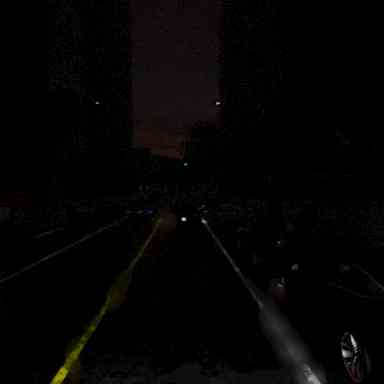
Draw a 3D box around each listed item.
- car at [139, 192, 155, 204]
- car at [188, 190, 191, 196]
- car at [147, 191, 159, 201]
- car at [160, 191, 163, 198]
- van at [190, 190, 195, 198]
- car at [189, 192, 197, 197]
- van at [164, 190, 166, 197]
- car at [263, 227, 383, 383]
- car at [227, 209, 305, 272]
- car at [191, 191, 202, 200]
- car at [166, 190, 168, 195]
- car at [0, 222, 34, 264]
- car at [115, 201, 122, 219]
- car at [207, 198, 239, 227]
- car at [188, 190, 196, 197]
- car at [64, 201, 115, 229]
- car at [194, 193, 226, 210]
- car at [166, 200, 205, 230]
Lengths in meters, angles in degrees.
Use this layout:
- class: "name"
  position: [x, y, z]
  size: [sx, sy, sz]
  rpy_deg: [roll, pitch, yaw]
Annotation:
- class: "car"
  position: [-7.320, 1.124, 52.558]
  size: [1.802, 1.307, 4.206]
  rpy_deg: [-1, 1, -2]
- class: "car"
  position: [0.513, 0.753, 75.698]
  size: [1.752, 1.417, 4.829]
  rpy_deg: [-1, 1, -2]
- class: "car"
  position: [-7.496, 0.796, 58.233]
  size: [2.192, 1.841, 5.009]
  rpy_deg: [-1, 1, -2]
- class: "car"
  position: [-7.836, 0.669, 69.586]
  size: [2.192, 1.841, 5.009]
  rpy_deg: [-1, 1, -2]
- class: "van"
  position: [1.026, 0.764, 58.497]
  size: [1.690, 1.788, 3.998]
  rpy_deg: [-1, 1, -2]
- class: "car"
  position: [0.177, 0.645, 86.881]
  size: [2.008, 1.369, 4.403]
  rpy_deg: [-1, 1, -2]
- class: "van"
  position: [-8.347, 0.493, 86.617]
  size: [1.690, 1.788, 3.998]
  rpy_deg: [-1, 1, -2]
- class: "car"
  position: [2.634, 1.505, 5.054]
  size: [1.947, 1.339, 4.313]
  rpy_deg: [-1, 1, -2]
- class: "car"
  position: [2.478, 1.446, 10.254]
  size: [2.008, 1.369, 4.403]
  rpy_deg: [-1, 1, -2]
- class: "car"
  position: [1.195, 1.008, 52.991]
  size: [1.752, 1.417, 4.829]
  rpy_deg: [-1, 1, -2]
- class: "car"
  position: [-8.516, 0.524, 92.295]
  size: [1.967, 1.590, 4.097]
  rpy_deg: [-1, 1, -2]
- class: "car"
  position: [-6.027, 1.539, 9.474]
  size: [1.802, 1.307, 4.206]
  rpy_deg: [-1, 1, -2]
- class: "car"
  position: [-6.512, 1.377, 25.601]
  size: [1.947, 1.339, 4.313]
  rpy_deg: [-1, 1, -2]
- class: "car"
  position: [2.160, 1.327, 20.824]
  size: [1.752, 1.417, 4.829]
  rpy_deg: [-1, 1, -2]
- class: "car"
  position: [0.003, 0.341, 92.554]
  size: [2.192, 1.841, 5.009]
  rpy_deg: [-1, 1, -2]
- class: "car"
  position: [-6.350, 1.413, 20.225]
  size: [2.008, 1.369, 4.403]
  rpy_deg: [-1, 1, -2]
- class: "car"
  position: [2.820, 1.196, 35.919]
  size: [1.837, 1.490, 4.892]
  rpy_deg: [-2, -2, 43]
- class: "car"
  position: [-0.480, 1.393, 19.682]
  size: [1.994, 1.385, 4.181]
  rpy_deg: [0, 1, -1]
